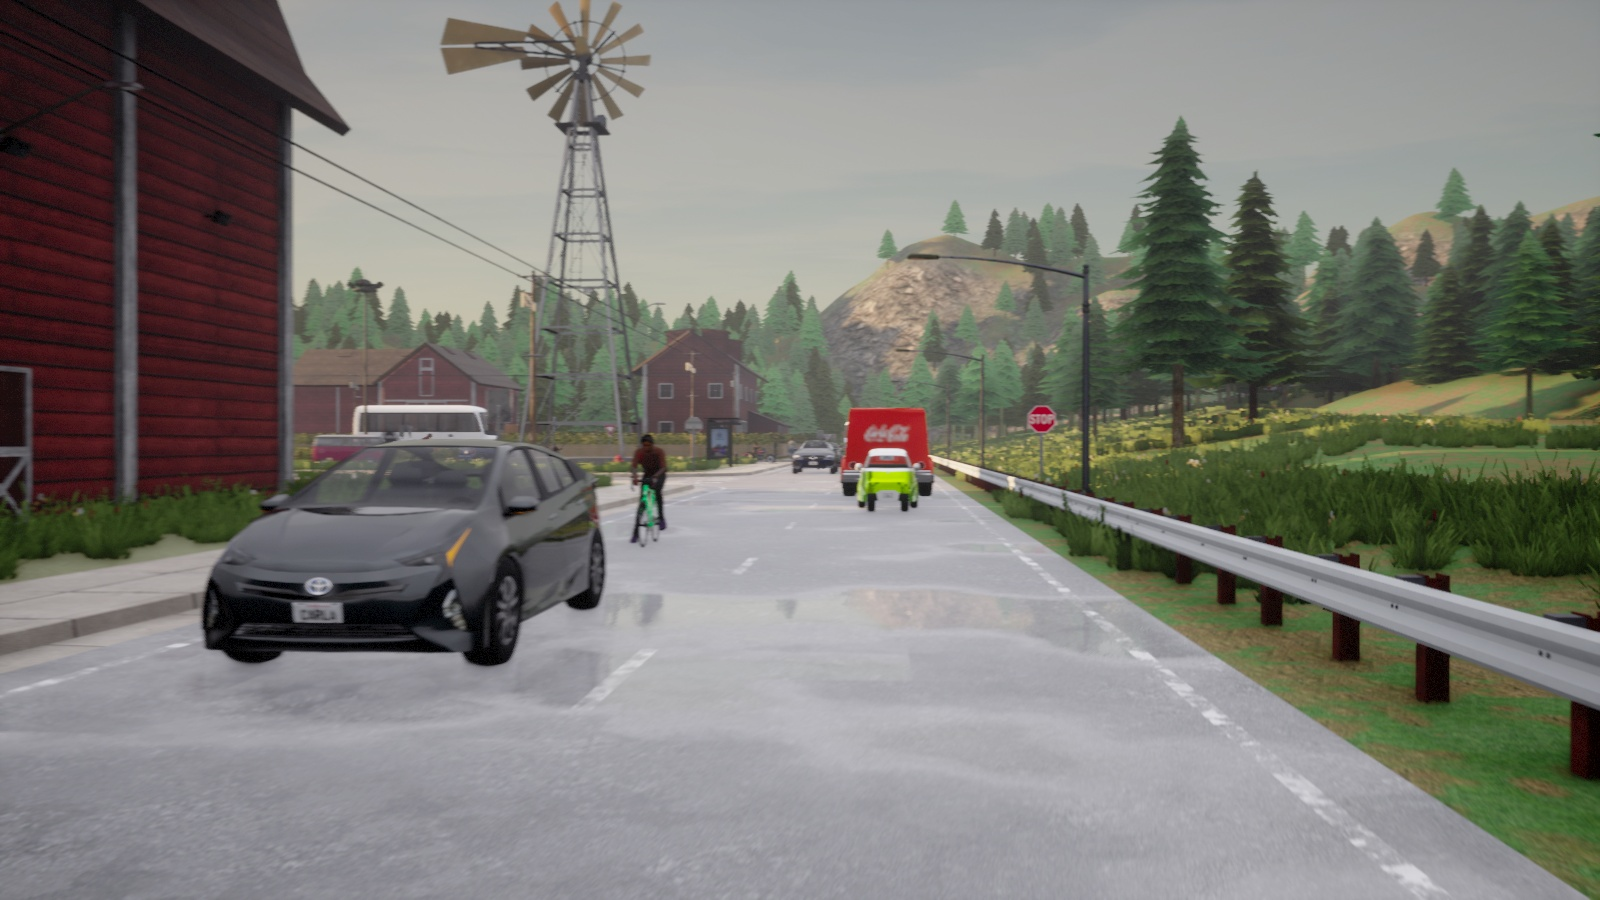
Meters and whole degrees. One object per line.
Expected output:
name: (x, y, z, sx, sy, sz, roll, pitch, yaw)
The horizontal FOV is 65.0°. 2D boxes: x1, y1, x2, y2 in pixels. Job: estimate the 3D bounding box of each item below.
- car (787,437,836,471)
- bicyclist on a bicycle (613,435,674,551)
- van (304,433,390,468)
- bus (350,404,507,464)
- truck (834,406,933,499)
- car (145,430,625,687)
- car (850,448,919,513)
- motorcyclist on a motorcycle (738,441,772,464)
car: (0.610, 0.174, 62.269, 2.152, 1.651, 5.027, 0, 0, 4)
bicyclist on a bicycle: (-2.263, 0.592, 18.320, 0.582, 1.620, 1.656, 0, 1, 4)
van: (-26.890, 0.032, 74.634, 4.442, 1.987, 1.775, 0, 0, -3)
bus: (-26.988, -1.190, 91.650, 10.273, 4.253, 3.944, 0, 0, 3)
truck: (2.416, 0.056, 36.262, 2.627, 2.467, 5.204, 0, 0, 4)
car: (-2.820, 0.633, 9.801, 2.007, 1.525, 4.514, 0, 0, 4)
car: (1.880, 0.646, 28.051, 1.481, 1.376, 2.207, 0, 1, 4)
motorcyclist on a motorcycle: (-3.214, 0.182, 90.282, 2.350, 1.649, 0.766, 0, 0, 2)
